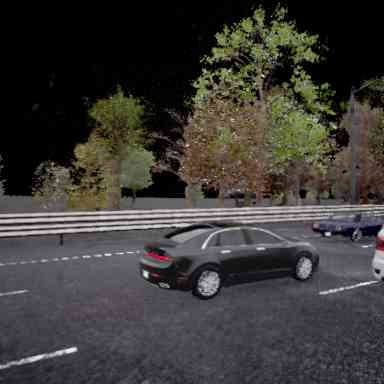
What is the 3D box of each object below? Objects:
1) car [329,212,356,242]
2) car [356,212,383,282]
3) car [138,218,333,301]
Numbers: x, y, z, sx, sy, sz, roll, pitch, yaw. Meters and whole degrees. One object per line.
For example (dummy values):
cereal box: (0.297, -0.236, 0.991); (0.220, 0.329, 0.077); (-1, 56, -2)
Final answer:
car: (8.253, 1.661, 16.563); (4.718, 1.301, 1.895); (0, 0, -30)
car: (6.437, 1.235, 7.436); (5.566, 2.045, 2.150); (0, 0, -30)
car: (1.089, 1.516, 8.351); (4.892, 1.490, 1.837); (0, 0, -30)
